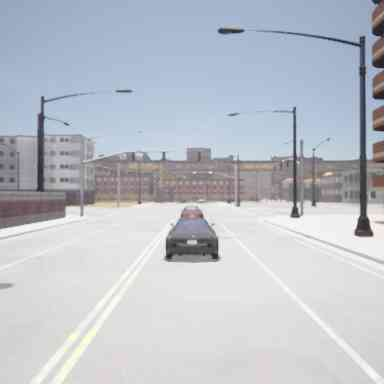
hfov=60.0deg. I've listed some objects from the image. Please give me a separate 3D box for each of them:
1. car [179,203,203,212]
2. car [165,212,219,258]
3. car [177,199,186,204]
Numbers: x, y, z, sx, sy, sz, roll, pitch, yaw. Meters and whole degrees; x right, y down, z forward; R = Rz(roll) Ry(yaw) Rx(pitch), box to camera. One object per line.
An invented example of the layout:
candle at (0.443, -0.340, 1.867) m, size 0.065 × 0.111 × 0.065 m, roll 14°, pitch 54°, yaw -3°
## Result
car at (-0.033, 1.884, 28.437) m, size 1.994 × 1.385 × 4.181 m, roll 0°, pitch -1°, yaw -1°
car at (0.016, 1.717, 13.458) m, size 1.994 × 1.385 × 4.181 m, roll 0°, pitch -1°, yaw 0°
car at (-2.886, 2.566, 93.142) m, size 1.812 × 1.442 × 4.674 m, roll 0°, pitch -1°, yaw 11°
